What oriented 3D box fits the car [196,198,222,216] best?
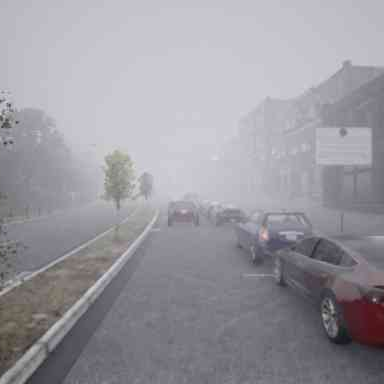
[{"bbox_3d":[1.628,1.466,34.159,2.097,1.535,5.008,0,0,-4],"label":"car"}]

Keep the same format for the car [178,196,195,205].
[{"bbox_3d":[-0.947,1.395,56.282,2.231,1.521,4.892,0,0,-8],"label":"car"}]

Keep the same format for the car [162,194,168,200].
[{"bbox_3d":[-5.227,1.251,78.207,1.946,1.575,5.366,0,0,-13],"label":"car"}]

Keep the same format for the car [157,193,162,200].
[{"bbox_3d":[-6.911,1.235,85.045,2.163,1.488,4.792,0,0,-14],"label":"car"}]

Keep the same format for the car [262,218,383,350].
[{"bbox_3d":[3.010,1.512,6.420,2.163,1.488,4.792,0,0,0],"label":"car"}]

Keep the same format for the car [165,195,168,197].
[{"bbox_3d":[-2.024,1.443,40.910,1.882,1.535,5.008,0,0,-6],"label":"car"}]

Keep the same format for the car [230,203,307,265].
[{"bbox_3d":[2.873,1.356,11.919,2.185,1.767,4.553,0,0,-1],"label":"car"}]

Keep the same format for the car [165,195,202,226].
[{"bbox_3d":[-0.662,1.346,23.751,2.097,1.767,4.553,0,0,-3],"label":"car"}]

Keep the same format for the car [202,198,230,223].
[{"bbox_3d":[2.034,1.472,28.605,2.097,1.535,5.008,0,0,-4],"label":"car"}]

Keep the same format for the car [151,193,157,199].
[{"bbox_3d":[-9.510,1.131,94.284,2.097,1.535,5.008,0,0,-16],"label":"car"}]
